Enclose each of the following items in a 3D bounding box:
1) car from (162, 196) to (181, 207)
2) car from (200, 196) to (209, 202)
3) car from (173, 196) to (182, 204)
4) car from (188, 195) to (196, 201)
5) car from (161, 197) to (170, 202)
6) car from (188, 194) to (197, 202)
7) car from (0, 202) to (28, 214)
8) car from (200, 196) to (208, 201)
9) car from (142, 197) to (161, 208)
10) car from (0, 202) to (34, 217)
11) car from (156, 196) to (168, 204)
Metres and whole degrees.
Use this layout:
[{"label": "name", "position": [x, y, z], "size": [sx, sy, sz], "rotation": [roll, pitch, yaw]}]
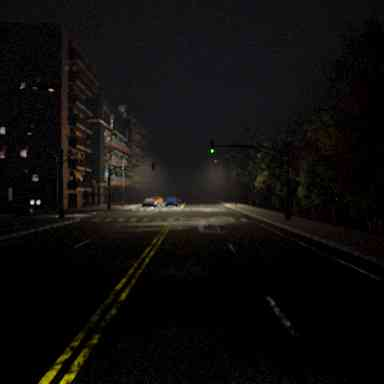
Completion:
[{"label": "car", "position": [-3.298, 1.627, 53.490], "size": [1.882, 1.535, 5.008], "rotation": [0, 0, 0]}, {"label": "car", "position": [3.316, 1.739, 83.234], "size": [1.837, 1.490, 4.892], "rotation": [0, 0, 0]}, {"label": "car", "position": [-3.194, 1.712, 73.033], "size": [1.837, 1.490, 4.892], "rotation": [0, 0, 0]}, {"label": "car", "position": [0.075, 1.738, 93.657], "size": [2.128, 1.511, 4.902], "rotation": [0, 0, 0]}, {"label": "car", "position": [-6.435, 1.824, 82.158], "size": [1.895, 1.301, 4.718], "rotation": [0, 0, 0]}, {"label": "car", "position": [0.066, 1.464, 83.269], "size": [2.150, 2.045, 5.566], "rotation": [0, 0, 0]}, {"label": "car", "position": [-22.757, 1.955, 40.874], "size": [4.206, 1.307, 1.802], "rotation": [-1, 1, -1]}, {"label": "car", "position": [3.324, 1.752, 93.654], "size": [2.033, 1.411, 5.357], "rotation": [0, 0, 0]}, {"label": "car", "position": [-6.551, 1.692, 52.040], "size": [2.033, 1.411, 5.357], "rotation": [0, 0, 0]}, {"label": "car", "position": [-19.308, 1.812, 35.037], "size": [4.902, 1.511, 2.128], "rotation": [-1, 0, 1]}, {"label": "car", "position": [-6.445, 1.733, 71.834], "size": [2.128, 1.511, 4.902], "rotation": [0, 0, 0]}]
